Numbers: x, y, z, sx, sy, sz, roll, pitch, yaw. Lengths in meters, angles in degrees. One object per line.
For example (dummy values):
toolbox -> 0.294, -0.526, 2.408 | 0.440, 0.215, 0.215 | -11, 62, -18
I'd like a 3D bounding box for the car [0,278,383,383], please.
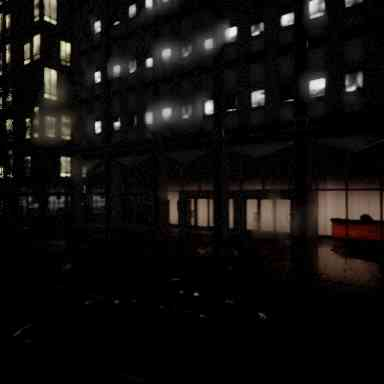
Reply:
car -> -0.515, 1.565, 3.247 | 4.313, 1.339, 1.947 | 0, 0, 36
